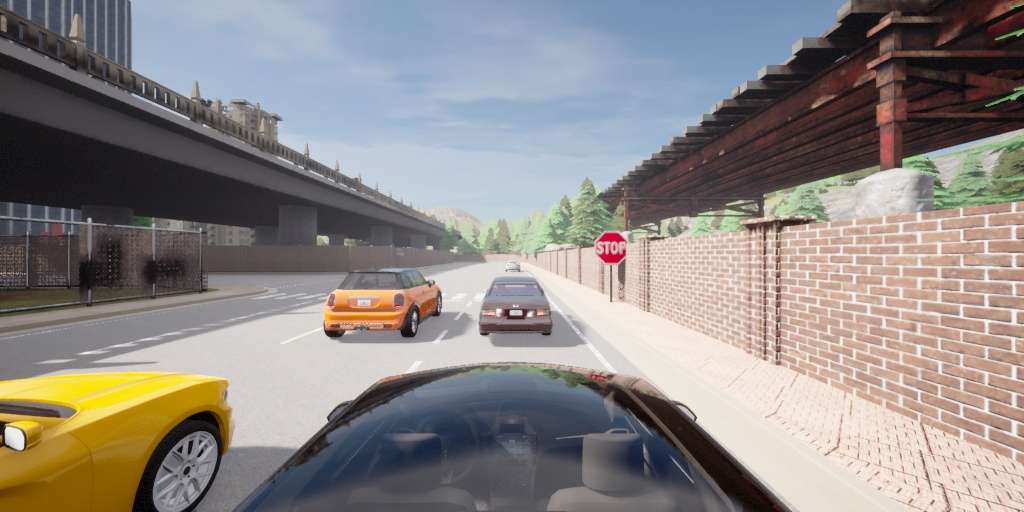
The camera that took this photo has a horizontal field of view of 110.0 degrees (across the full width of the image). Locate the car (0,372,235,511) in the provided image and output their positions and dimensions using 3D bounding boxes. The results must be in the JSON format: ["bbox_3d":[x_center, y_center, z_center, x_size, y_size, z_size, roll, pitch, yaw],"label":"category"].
[{"bbox_3d":[-3.398,1.228,1.136,1.882,1.535,5.008,0,0,0],"label":"car"}]

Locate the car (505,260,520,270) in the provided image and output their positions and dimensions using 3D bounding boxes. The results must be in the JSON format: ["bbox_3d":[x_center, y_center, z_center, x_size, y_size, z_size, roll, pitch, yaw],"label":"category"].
[{"bbox_3d":[0.114,1.276,46.284,1.812,1.442,4.674,0,0,-1],"label":"car"}]

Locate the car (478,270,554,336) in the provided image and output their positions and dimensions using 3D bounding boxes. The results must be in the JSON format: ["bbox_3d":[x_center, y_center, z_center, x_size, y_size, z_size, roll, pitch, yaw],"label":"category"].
[{"bbox_3d":[0.088,1.297,10.412,2.033,1.411,5.357,0,0,0],"label":"car"}]

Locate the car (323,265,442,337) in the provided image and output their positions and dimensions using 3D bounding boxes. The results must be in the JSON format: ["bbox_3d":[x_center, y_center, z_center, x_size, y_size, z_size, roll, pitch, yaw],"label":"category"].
[{"bbox_3d":[-3.414,1.102,10.393,2.097,1.767,4.553,0,0,0],"label":"car"}]
